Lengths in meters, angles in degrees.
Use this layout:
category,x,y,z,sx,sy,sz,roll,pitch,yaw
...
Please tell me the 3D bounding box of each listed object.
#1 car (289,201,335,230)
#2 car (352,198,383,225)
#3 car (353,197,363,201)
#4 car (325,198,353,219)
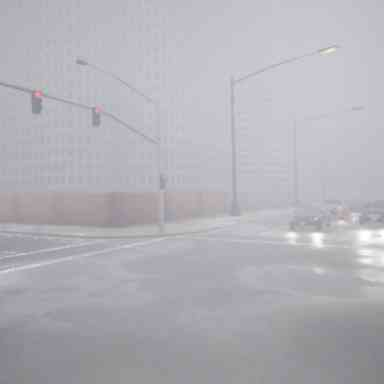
category,x,y,z,sx,sy,sz,roll,pitch,yaw
car,7.673,1.566,21.453,1.812,1.442,4.674,-2,-1,32
car,12.762,1.437,23.049,2.128,1.511,4.902,-2,-1,32
car,17.666,1.456,37.559,1.882,1.535,5.008,-2,-1,32
car,12.295,1.364,28.940,2.097,1.767,4.553,-2,-1,32
